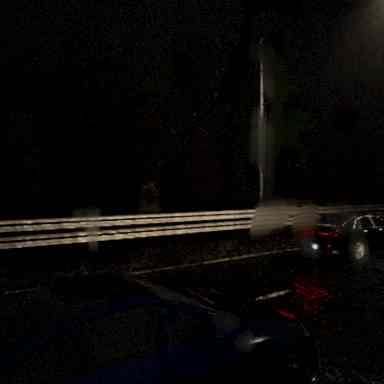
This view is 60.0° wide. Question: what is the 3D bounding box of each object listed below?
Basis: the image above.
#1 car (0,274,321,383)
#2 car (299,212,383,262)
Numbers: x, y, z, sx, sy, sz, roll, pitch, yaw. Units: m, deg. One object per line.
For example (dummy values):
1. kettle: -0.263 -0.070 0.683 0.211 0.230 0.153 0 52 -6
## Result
1. car: -0.644 1.563 3.258 4.181 1.385 1.994 0 0 -35
2. car: 5.976 1.507 12.156 4.892 1.490 1.837 0 0 -35
